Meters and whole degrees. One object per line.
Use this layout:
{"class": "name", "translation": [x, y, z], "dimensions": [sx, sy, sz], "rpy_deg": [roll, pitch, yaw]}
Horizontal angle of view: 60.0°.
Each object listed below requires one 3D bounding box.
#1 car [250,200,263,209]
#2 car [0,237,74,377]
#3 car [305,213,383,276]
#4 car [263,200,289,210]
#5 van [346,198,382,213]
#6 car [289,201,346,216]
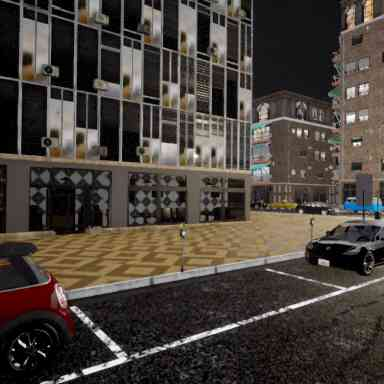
{"class": "car", "translation": [9.654, 1.864, 51.114], "dimensions": [1.947, 1.339, 4.313], "rpy_deg": [0, -1, -35]}
{"class": "car", "translation": [-3.682, 1.440, 3.922], "dimensions": [4.097, 1.590, 1.967], "rpy_deg": [0, 1, -35]}
{"class": "car", "translation": [5.398, 1.567, 10.392], "dimensions": [4.313, 1.339, 1.947], "rpy_deg": [0, 1, -35]}
{"class": "car", "translation": [12.720, 1.787, 46.694], "dimensions": [1.752, 1.417, 4.829], "rpy_deg": [0, -1, -35]}
{"class": "van", "translation": [19.143, 1.525, 37.436], "dimensions": [1.690, 1.788, 3.998], "rpy_deg": [0, -1, -35]}
{"class": "car", "translation": [12.254, 1.620, 32.662], "dimensions": [2.008, 1.369, 4.403], "rpy_deg": [0, -1, -35]}
